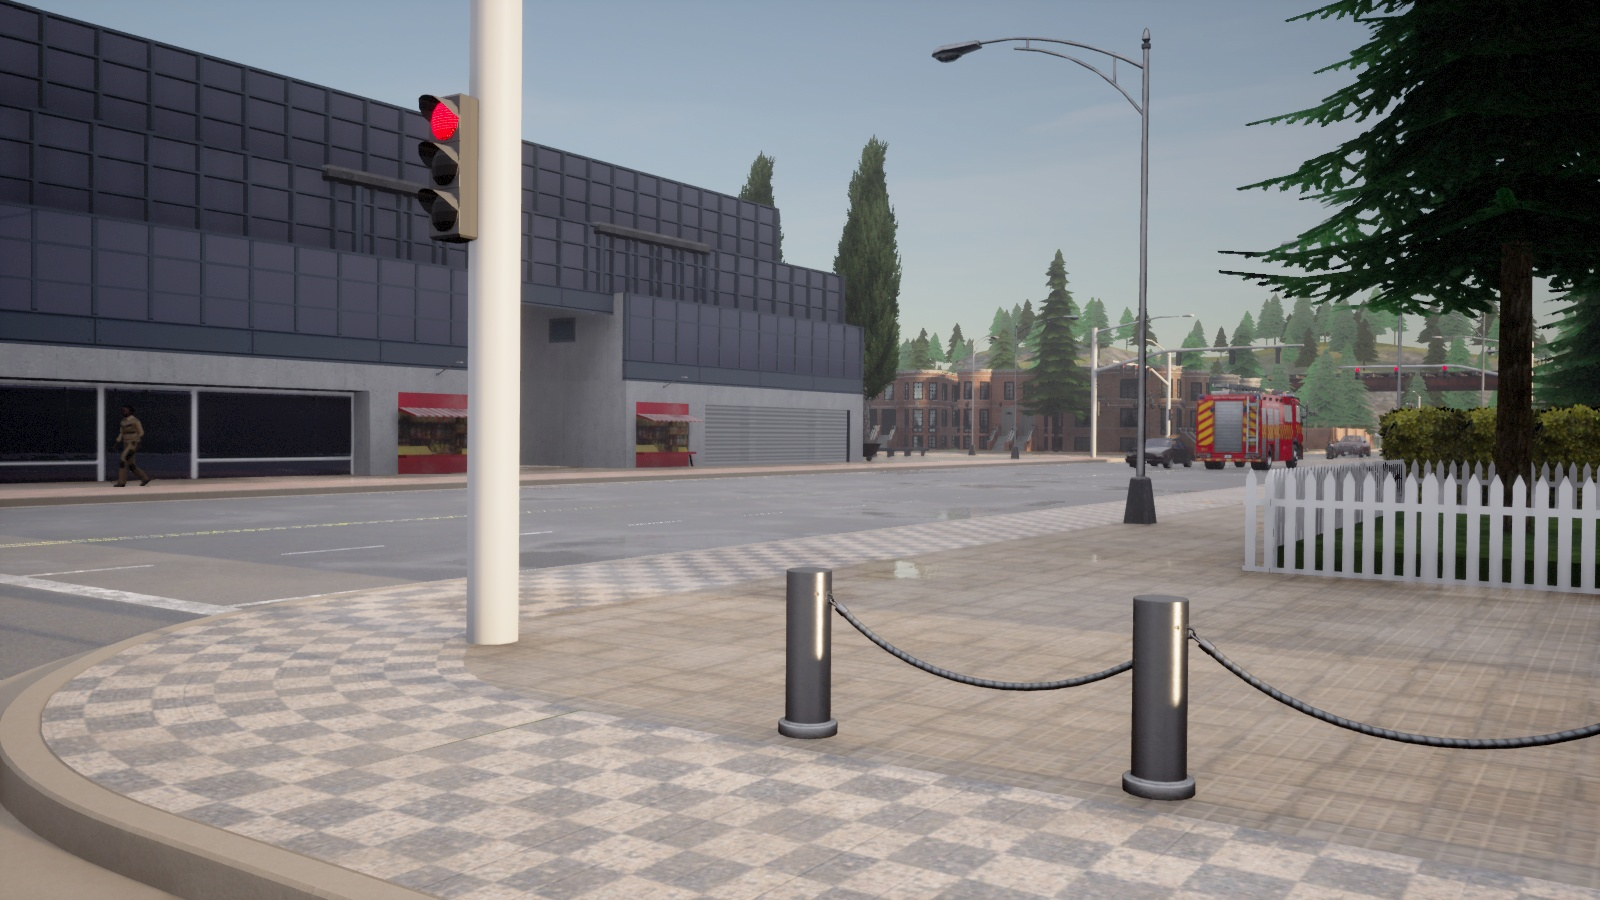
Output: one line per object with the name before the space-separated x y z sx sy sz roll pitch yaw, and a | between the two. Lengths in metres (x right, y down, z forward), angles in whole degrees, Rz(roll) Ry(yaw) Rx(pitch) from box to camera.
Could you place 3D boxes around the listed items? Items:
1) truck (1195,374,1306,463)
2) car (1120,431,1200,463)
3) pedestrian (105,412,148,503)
truck | 21.085 -1.422 58.443 2.891 3.827 8.468 0 1 34
car | 16.764 -0.169 58.276 2.033 1.411 5.357 0 1 34
pedestrian | -14.547 0.151 27.135 0.396 1.930 0.692 0 1 31
